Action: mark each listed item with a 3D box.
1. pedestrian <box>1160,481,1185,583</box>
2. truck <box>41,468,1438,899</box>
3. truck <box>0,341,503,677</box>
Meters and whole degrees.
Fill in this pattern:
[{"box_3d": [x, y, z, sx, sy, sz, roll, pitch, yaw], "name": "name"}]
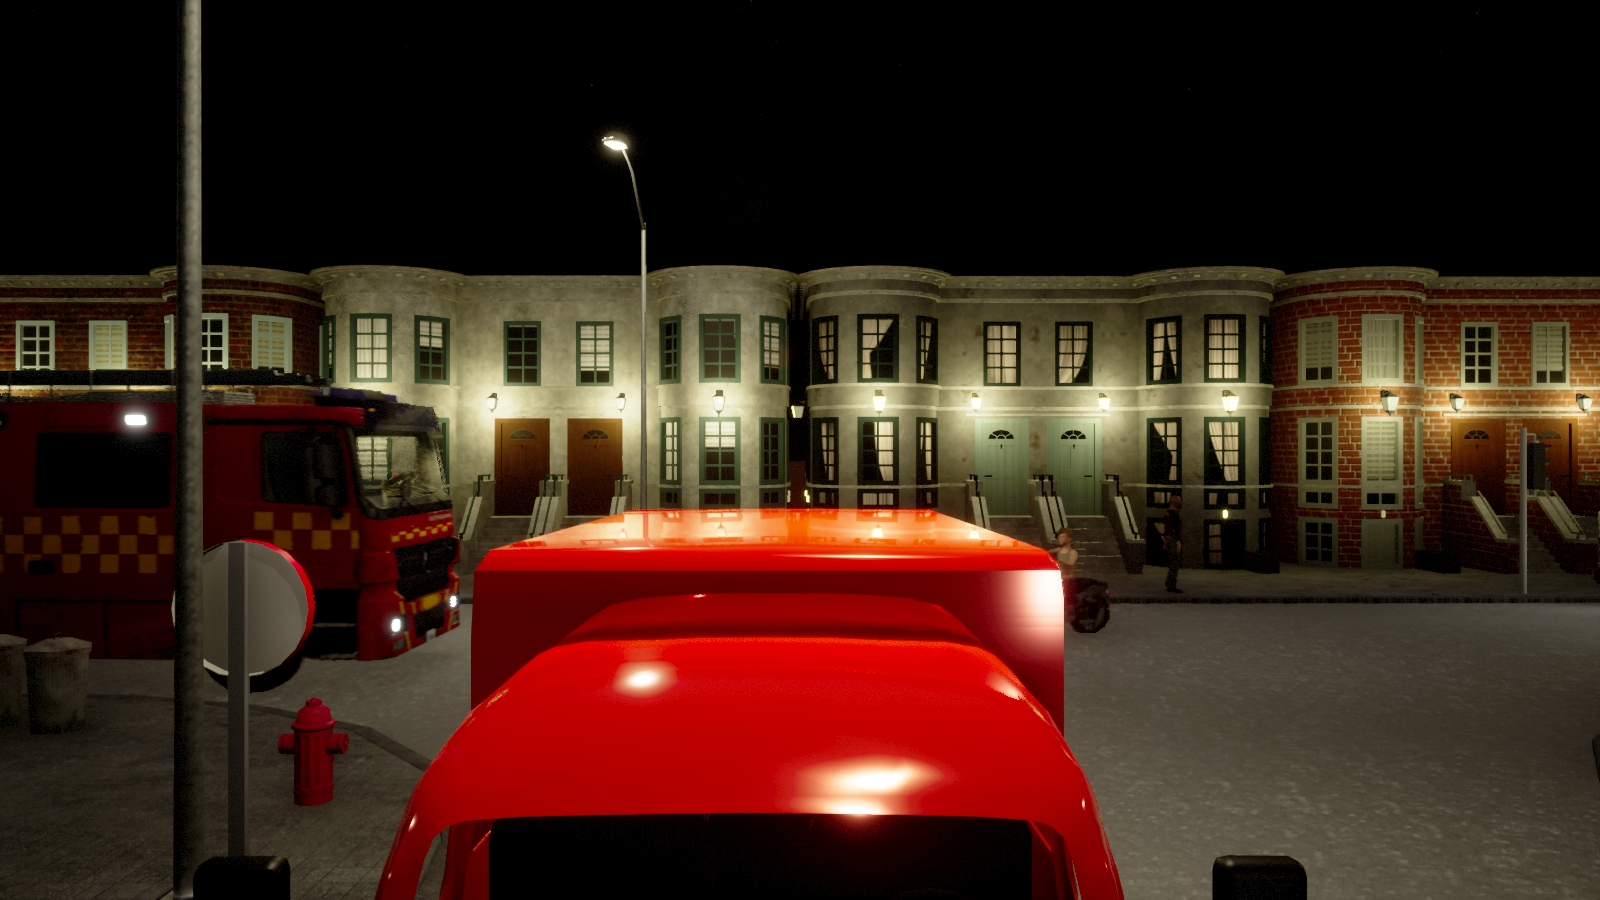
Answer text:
[{"box_3d": [6.970, 1.524, 21.368, 0.375, 1.860, 0.375, 0, 0, 7], "name": "pedestrian"}, {"box_3d": [-0.117, 1.348, 4.749, 2.627, 2.467, 5.204, 0, 0, 0], "name": "truck"}, {"box_3d": [-8.394, 0.670, 14.532, 8.468, 3.827, 2.891, 0, 0, 1], "name": "truck"}]
